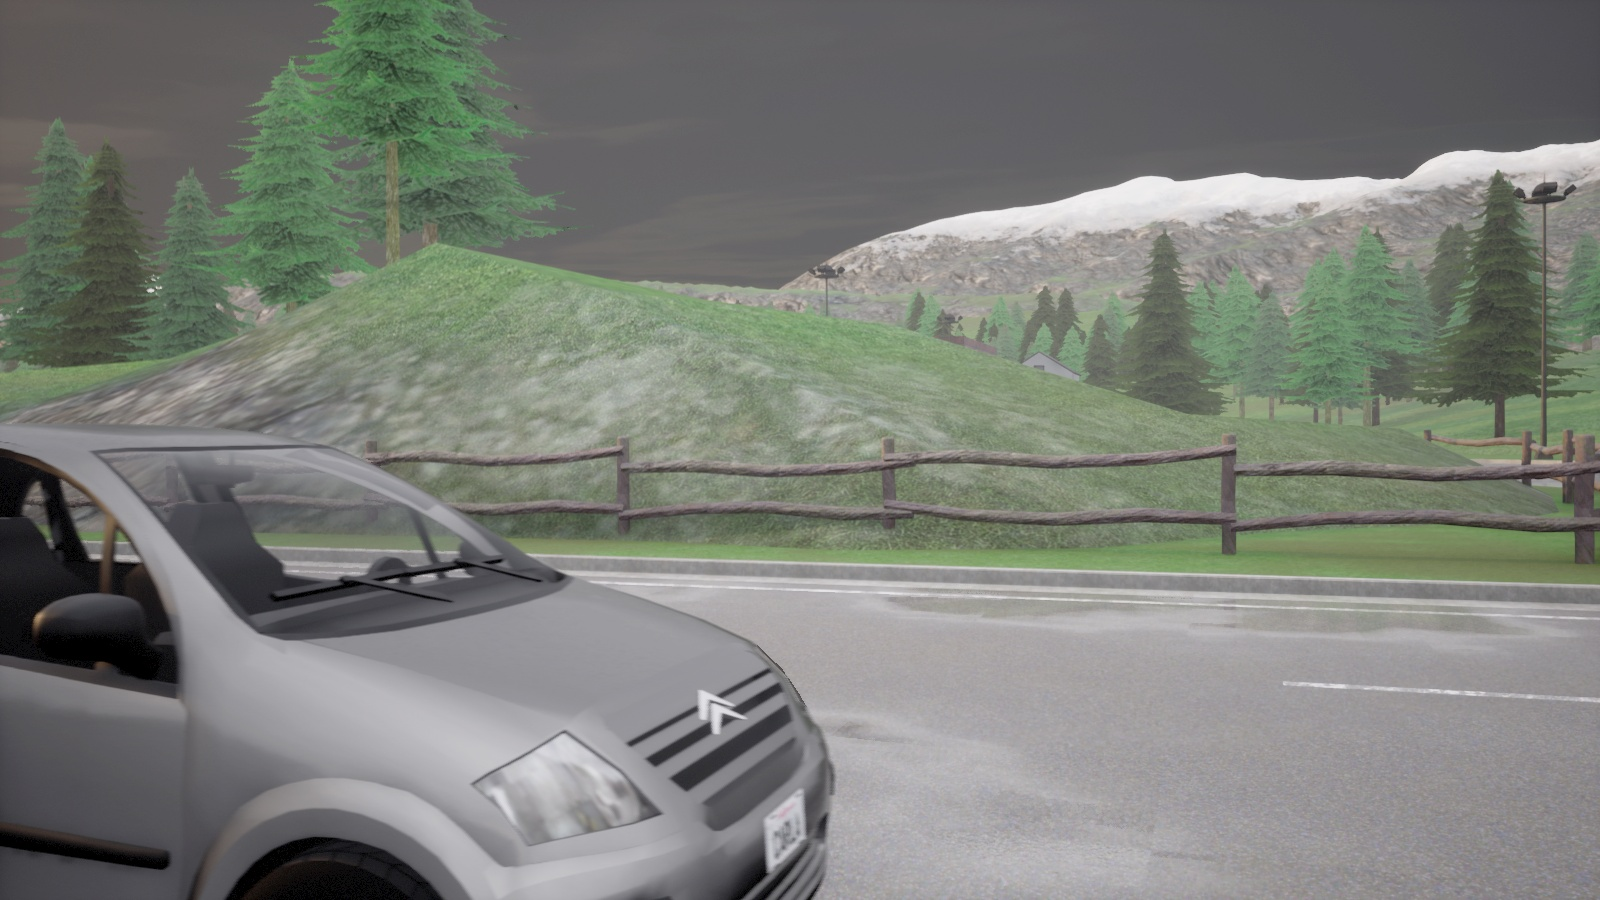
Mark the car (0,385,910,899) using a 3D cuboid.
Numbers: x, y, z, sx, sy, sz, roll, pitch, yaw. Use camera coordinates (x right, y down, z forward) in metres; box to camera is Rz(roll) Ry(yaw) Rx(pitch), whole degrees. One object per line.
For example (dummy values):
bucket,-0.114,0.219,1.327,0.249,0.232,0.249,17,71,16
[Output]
car,-1.834,0.664,3.807,3.988,1.617,1.851,0,1,19
